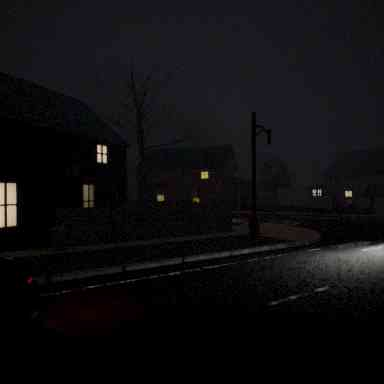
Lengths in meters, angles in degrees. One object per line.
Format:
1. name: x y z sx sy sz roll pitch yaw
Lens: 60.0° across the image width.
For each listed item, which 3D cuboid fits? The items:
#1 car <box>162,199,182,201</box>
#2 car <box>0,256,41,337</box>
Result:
1. car: -1.175 1.358 25.711 4.892 1.490 1.837 1 1 22
2. car: -4.620 1.521 4.263 4.892 1.490 1.837 0 0 -35
